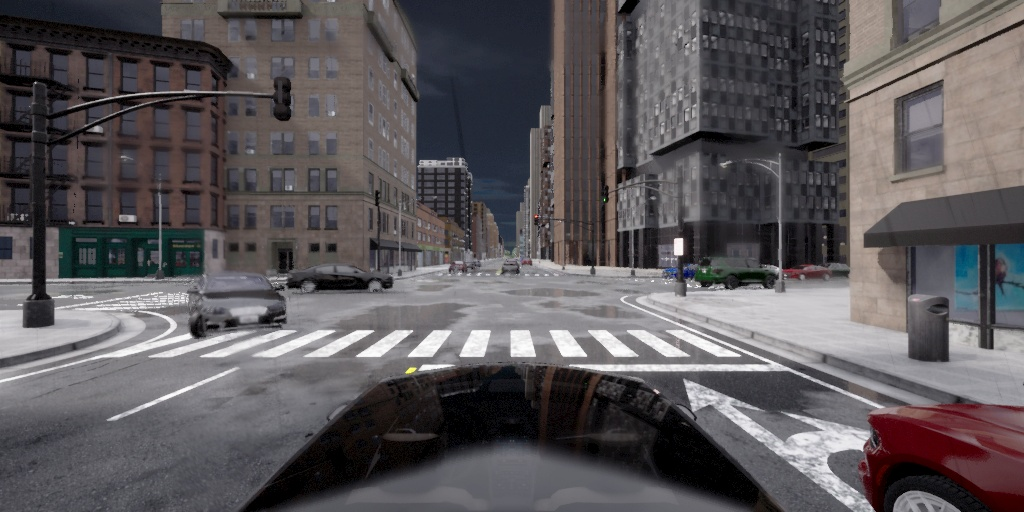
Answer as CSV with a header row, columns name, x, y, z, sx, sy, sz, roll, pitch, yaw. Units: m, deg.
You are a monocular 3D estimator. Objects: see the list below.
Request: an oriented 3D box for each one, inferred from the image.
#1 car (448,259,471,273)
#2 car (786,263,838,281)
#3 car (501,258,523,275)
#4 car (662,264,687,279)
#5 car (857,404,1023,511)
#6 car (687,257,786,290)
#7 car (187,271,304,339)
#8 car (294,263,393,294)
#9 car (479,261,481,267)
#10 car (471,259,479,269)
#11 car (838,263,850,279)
name,x,y,z,sx,sy,sz,roll,pitch,yaw
car,-6.672,1.283,44.709,1.812,1.442,4.674,0,0,0
car,28.330,1.593,34.605,5.008,1.535,1.882,1,0,-15
car,-0.136,1.248,40.058,2.128,1.511,4.902,0,0,2
car,17.027,1.486,34.776,5.008,1.535,1.882,1,0,-16
car,3.353,1.228,0.406,1.882,1.535,5.008,0,0,0
car,14.737,1.121,23.591,5.566,2.045,2.150,1,-1,-18
car,-7.948,1.234,10.314,2.128,1.511,4.902,2,-1,-44
car,-8.855,1.127,18.781,5.008,1.535,1.882,1,0,-19
car,-6.673,1.324,64.632,1.994,1.385,4.181,0,0,0
car,-6.683,1.251,54.669,2.128,1.511,4.902,0,0,0
car,35.018,1.570,39.628,4.553,1.767,2.097,1,0,-13
